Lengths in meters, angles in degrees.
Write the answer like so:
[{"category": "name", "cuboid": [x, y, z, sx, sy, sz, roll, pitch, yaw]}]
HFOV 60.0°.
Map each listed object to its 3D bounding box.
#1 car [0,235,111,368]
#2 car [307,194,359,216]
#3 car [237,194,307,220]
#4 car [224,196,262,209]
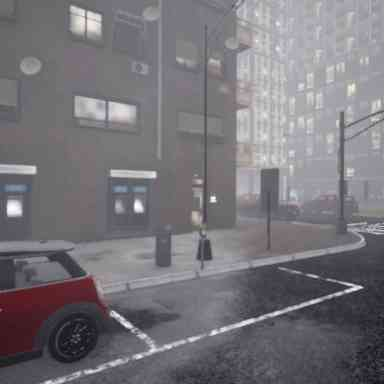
[{"category": "car", "cuboid": [-3.254, 1.439, 4.240, 4.097, 1.590, 1.967, 0, 0, -35]}, {"category": "car", "cuboid": [12.419, 1.134, 30.094, 2.192, 1.841, 5.009, 2, 0, -36]}, {"category": "car", "cuboid": [5.666, 1.083, 25.134, 2.192, 1.841, 5.009, 2, 0, -36]}, {"category": "car", "cuboid": [5.911, 1.177, 39.084, 1.947, 1.339, 4.313, 2, 0, -36]}]
